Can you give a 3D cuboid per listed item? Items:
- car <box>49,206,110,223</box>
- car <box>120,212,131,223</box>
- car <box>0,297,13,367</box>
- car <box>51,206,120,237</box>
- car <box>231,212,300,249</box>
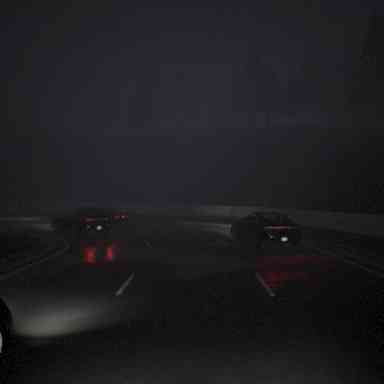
[{"bbox_3d":[-9.603,1.882,28.508,4.718,1.301,1.895,0,-1,13],"label":"car"},{"bbox_3d":[-7.103,1.788,24.308,5.357,1.411,2.033,0,-1,24],"label":"car"},{"bbox_3d":[-3.329,1.530,2.552,1.837,1.490,4.892,0,0,0],"label":"car"},{"bbox_3d":[-6.520,1.682,19.343,2.128,1.511,4.902,1,-1,-42],"label":"car"},{"bbox_3d":[3.235,1.652,15.444,2.128,1.511,4.902,0,-1,-9],"label":"car"}]
